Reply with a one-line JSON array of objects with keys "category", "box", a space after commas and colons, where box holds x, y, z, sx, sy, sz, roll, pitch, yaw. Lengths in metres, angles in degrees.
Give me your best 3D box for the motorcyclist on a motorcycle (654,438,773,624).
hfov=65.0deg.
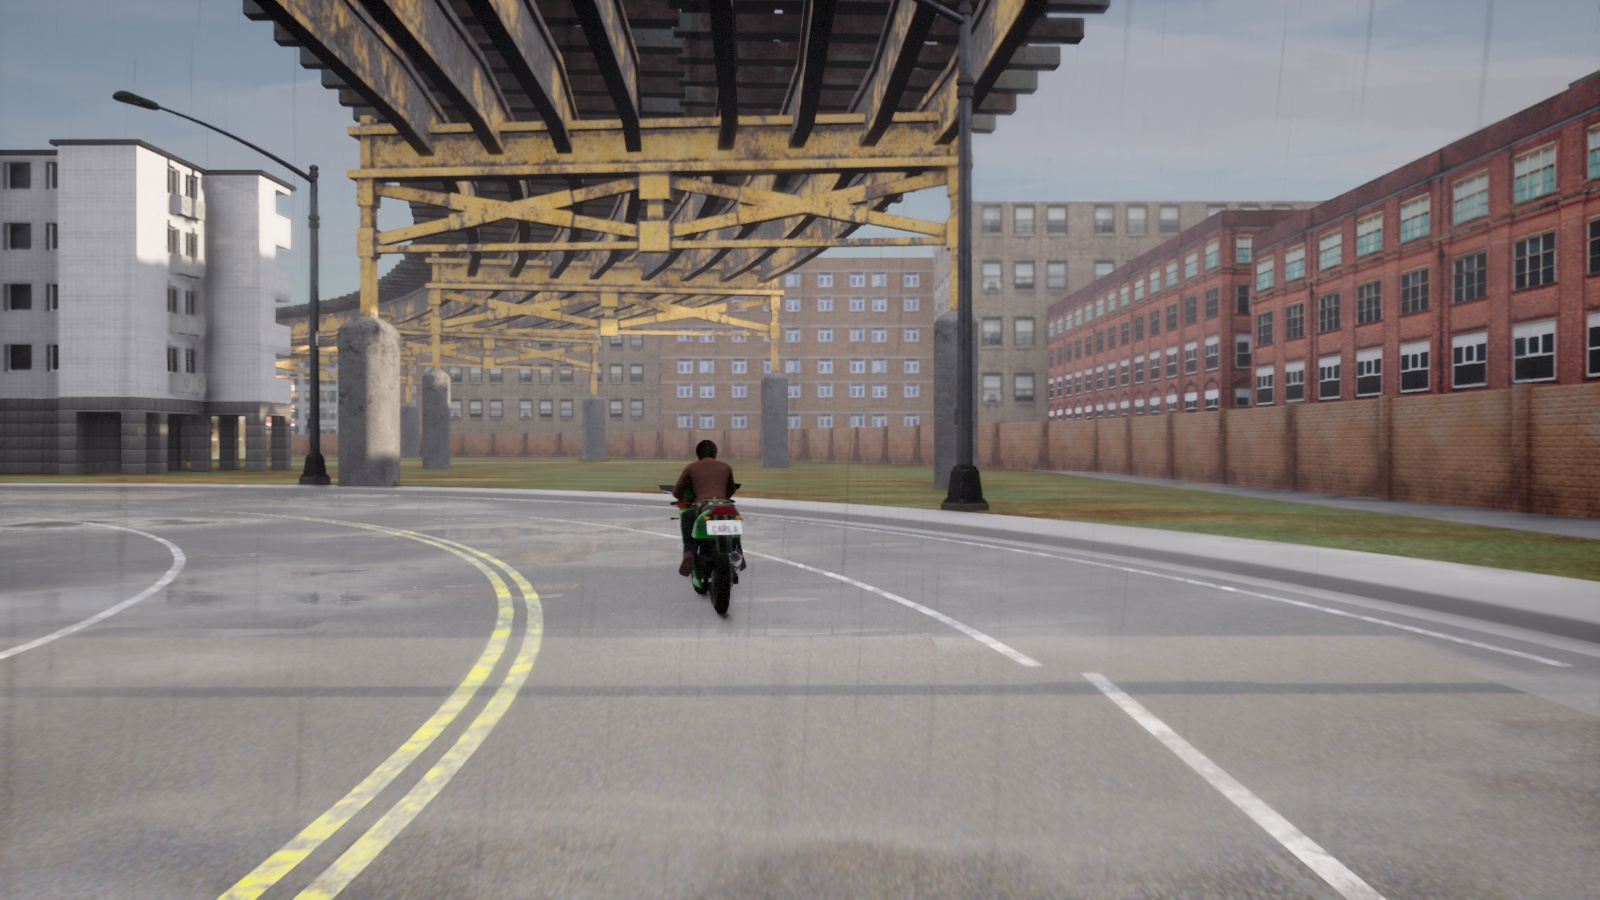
[{"category": "motorcyclist on a motorcycle", "box": [-0.834, 0.663, 11.456, 0.797, 1.523, 2.044, -1, 0, -12]}]
